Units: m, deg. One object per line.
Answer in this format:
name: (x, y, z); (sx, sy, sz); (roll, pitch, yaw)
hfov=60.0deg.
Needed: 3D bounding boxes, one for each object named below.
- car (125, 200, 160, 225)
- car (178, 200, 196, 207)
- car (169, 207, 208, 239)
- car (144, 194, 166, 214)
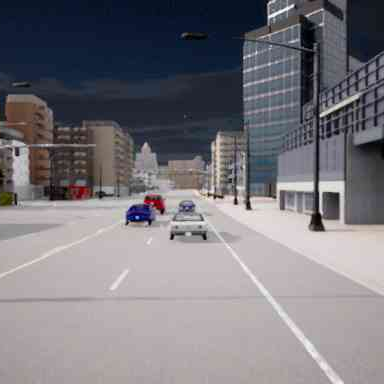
car: (-3.853, 1.623, 25.576); (1.882, 1.535, 5.008); (0, 0, -1)
car: (-0.529, 1.587, 35.509); (2.033, 1.411, 5.357); (0, 1, -1)
car: (-0.211, 1.720, 18.017); (1.895, 1.301, 4.718); (0, 0, -1)
car: (-4.053, 1.266, 36.128); (2.150, 2.045, 5.566); (0, 1, -1)
